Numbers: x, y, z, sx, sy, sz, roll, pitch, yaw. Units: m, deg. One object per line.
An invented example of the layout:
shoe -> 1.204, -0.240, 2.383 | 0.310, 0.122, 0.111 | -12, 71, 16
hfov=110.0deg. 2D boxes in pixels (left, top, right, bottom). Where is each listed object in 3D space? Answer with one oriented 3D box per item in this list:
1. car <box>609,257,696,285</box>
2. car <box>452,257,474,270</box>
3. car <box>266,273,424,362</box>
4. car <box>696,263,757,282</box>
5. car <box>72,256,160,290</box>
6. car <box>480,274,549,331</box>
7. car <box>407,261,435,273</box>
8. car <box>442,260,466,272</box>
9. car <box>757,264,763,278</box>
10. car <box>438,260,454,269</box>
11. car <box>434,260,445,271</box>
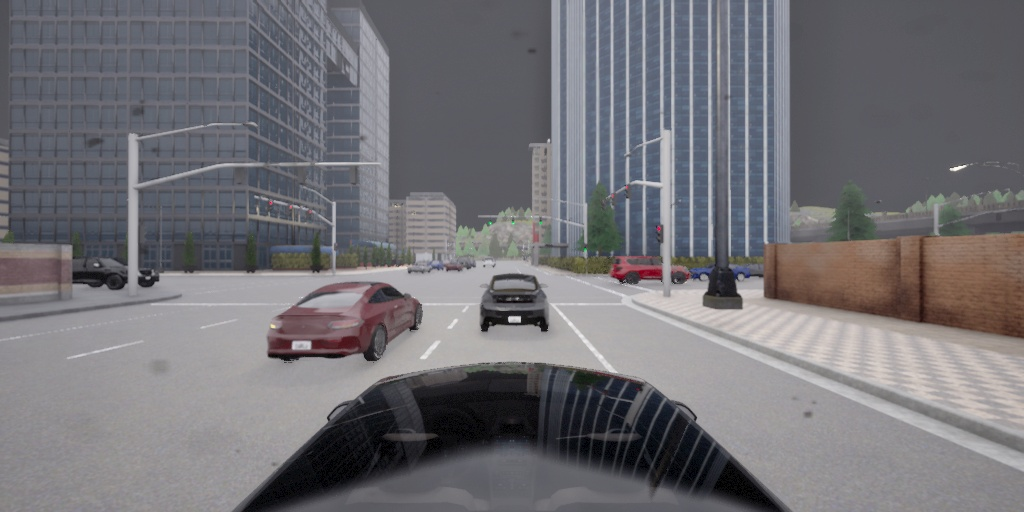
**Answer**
car -> 10.032, 1.058, 26.361 | 5.566, 2.045, 2.150 | 0, 0, -1
car -> -8.040, 1.175, 59.295 | 2.150, 2.045, 5.566 | 0, 0, -1
car -> -3.436, 1.298, 8.162 | 1.812, 1.442, 4.674 | 0, 0, 0
car -> 17.214, 1.328, 30.124 | 5.008, 1.535, 1.882 | 0, 0, 0
car -> -25.662, 1.046, 22.538 | 5.566, 2.045, 2.150 | 0, 0, -1
car -> 0.065, 1.290, 11.159 | 1.837, 1.490, 4.892 | 0, 0, 0
car -> -11.387, 1.501, 44.294 | 1.895, 1.301, 4.718 | 0, 0, 1
car -> -7.904, 1.520, 49.500 | 1.895, 1.301, 4.718 | 0, 0, -1
car -> 22.619, 1.410, 33.671 | 5.357, 1.411, 2.033 | 0, 0, -1
car -> -11.585, 1.445, 63.317 | 1.882, 1.535, 5.008 | 0, 0, 0
car -> -11.463, 1.411, 53.686 | 1.882, 1.535, 5.008 | 0, 0, -1
